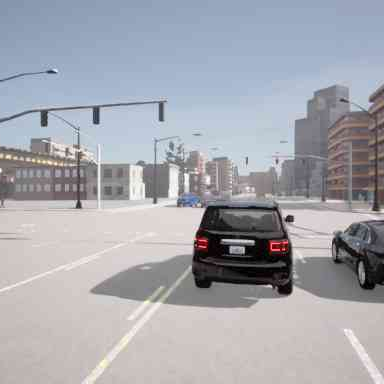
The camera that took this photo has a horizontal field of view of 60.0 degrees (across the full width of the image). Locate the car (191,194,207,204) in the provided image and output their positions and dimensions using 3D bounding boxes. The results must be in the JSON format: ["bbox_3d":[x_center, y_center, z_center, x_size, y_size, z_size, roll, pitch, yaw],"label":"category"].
[{"bbox_3d":[1.295,1.216,57.975,1.837,1.490,4.892,0,1,11],"label":"car"}]

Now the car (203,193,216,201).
[{"bbox_3d":[3.679,1.054,69.268,2.033,1.411,5.357,0,1,11],"label":"car"}]

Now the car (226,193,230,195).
[{"bbox_3d":[6.747,1.041,66.920,1.837,1.490,4.892,0,1,12],"label":"car"}]

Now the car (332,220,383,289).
[{"bbox_3d":[5.118,1.505,8.945,1.837,1.490,4.892,0,0,11],"label":"car"}]

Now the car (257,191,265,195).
[{"bbox_3d":[17.620,0.557,85.140,2.097,1.767,4.553,0,1,11],"label":"car"}]

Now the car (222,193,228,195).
[{"bbox_3d":[4.293,1.348,55.164,1.895,1.301,4.718,0,1,12],"label":"car"}]

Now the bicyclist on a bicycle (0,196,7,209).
[{"bbox_3d":[-23.742,1.302,41.537,0.582,1.620,1.656,0,0,10],"label":"bicyclist on a bicycle"}]

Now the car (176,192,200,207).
[{"bbox_3d":[-0.639,1.078,48.503,2.150,2.045,5.566,0,1,12],"label":"car"}]

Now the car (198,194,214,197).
[{"bbox_3d":[2.436,1.380,46.090,1.837,1.490,4.892,0,1,12],"label":"car"}]

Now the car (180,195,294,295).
[{"bbox_3d":[1.558,1.221,9.073,2.150,2.045,5.566,0,0,15],"label":"car"}]
